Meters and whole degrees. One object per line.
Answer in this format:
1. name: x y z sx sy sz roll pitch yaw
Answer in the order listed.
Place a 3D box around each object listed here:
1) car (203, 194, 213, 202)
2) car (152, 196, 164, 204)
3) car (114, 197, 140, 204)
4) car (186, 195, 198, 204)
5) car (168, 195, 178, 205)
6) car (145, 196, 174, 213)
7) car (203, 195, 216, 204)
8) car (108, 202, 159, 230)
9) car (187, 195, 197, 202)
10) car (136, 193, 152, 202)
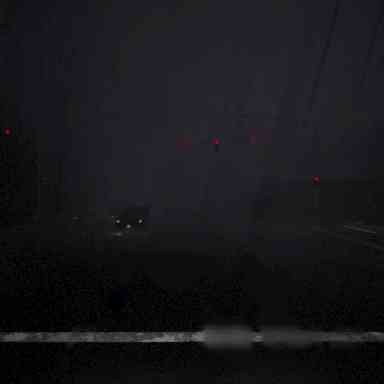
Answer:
1. car: 3.490 1.355 74.375 2.097 1.767 4.553 0 0 0
2. car: -7.011 1.564 68.789 1.837 1.490 4.892 0 0 0
3. car: -7.106 1.547 34.179 2.033 1.411 5.357 0 0 0
4. car: -0.011 1.505 63.685 1.837 1.490 4.892 0 0 0
5. car: -3.592 1.352 57.507 2.097 1.767 4.553 0 0 0
6. car: -3.605 1.490 37.641 2.128 1.511 4.902 0 0 0
7. car: 3.594 1.547 64.152 2.033 1.411 5.357 0 0 0
8. car: -3.606 1.582 21.634 2.033 1.411 5.357 0 0 0
9. car: -0.012 1.413 73.795 1.994 1.385 4.181 0 0 0
10. car: -7.106 1.221 50.342 2.150 2.045 5.566 0 0 0
